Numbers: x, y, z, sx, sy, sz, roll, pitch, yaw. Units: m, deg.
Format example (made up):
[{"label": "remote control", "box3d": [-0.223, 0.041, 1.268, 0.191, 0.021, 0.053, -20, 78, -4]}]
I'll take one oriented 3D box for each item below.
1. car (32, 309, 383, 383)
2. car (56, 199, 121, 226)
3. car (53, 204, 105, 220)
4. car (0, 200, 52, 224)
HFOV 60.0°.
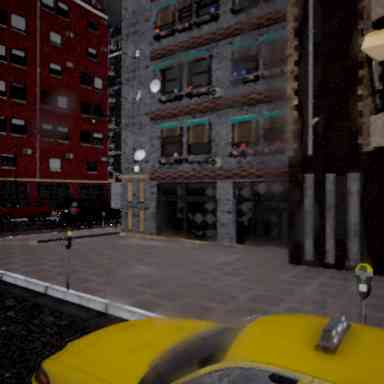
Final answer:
[{"label": "car", "box3d": [0.722, 1.525, 2.358, 4.829, 1.417, 1.752, 0, 0, 35]}, {"label": "car", "box3d": [-7.722, 1.566, 26.856, 2.150, 2.045, 5.566, 0, -1, 37]}, {"label": "car", "box3d": [-10.898, 1.911, 32.285, 1.887, 1.381, 4.507, -1, -2, 35]}, {"label": "car", "box3d": [-14.190, 1.578, 27.643, 2.192, 1.841, 5.009, -1, -2, 35]}]
